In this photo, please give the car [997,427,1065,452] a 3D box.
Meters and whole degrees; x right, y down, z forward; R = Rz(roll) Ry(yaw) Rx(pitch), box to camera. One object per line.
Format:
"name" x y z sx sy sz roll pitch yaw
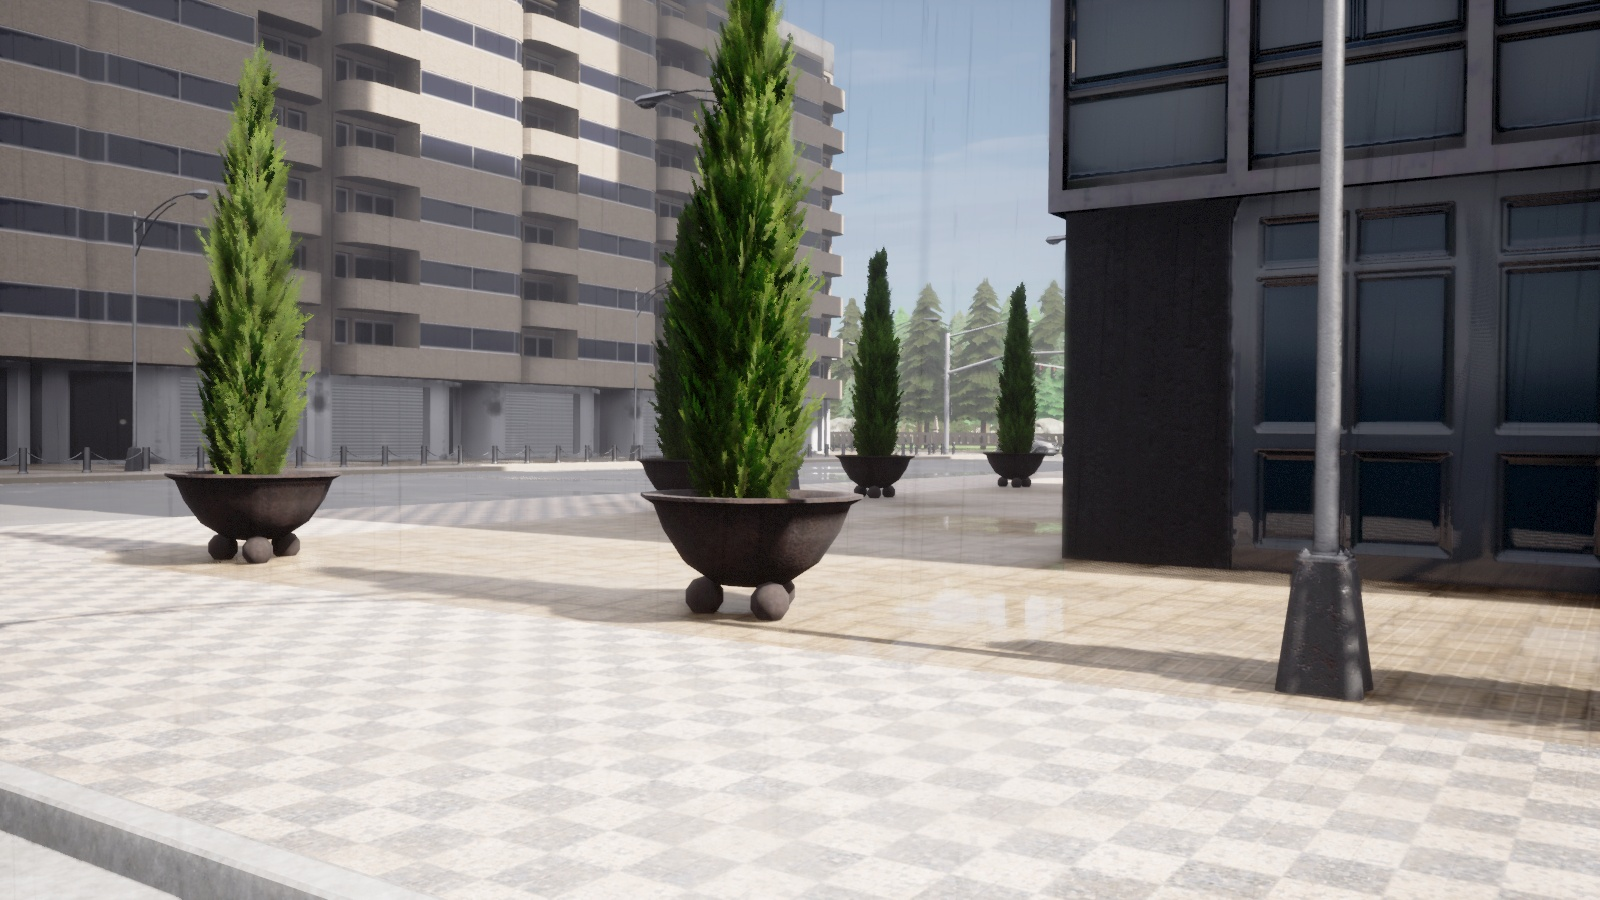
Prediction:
"car" 15.299 -0.679 83.327 3.988 1.617 1.851 -1 0 34
